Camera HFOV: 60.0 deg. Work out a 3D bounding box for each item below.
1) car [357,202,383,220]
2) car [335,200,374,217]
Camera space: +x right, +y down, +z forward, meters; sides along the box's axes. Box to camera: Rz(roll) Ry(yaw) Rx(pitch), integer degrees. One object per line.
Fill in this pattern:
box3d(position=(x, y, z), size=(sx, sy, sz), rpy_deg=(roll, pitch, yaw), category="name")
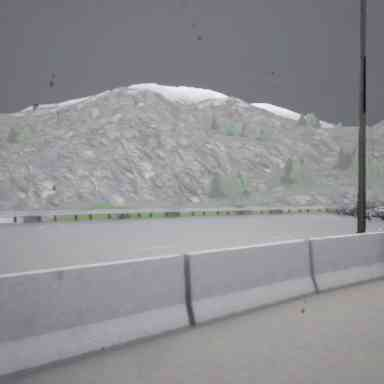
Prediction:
box3d(position=(17.529, 1.797, 29.888), size=(4.718, 1.301, 1.895), rpy_deg=(1, 0, -25), category="car")
box3d(position=(16.531, 1.546, 33.238), size=(4.553, 1.767, 2.097), rpy_deg=(1, 0, -24), category="car")
